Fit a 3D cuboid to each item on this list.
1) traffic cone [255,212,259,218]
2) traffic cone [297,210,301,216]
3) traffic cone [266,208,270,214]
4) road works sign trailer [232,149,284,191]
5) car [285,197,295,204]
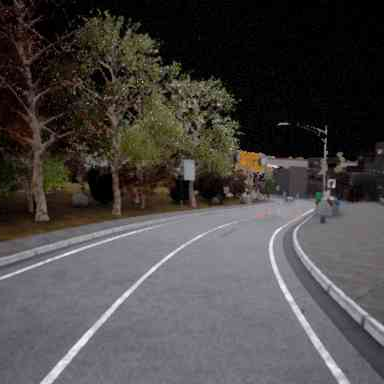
[{"bbox_3d":[5.855,2.001,29.974,0.340,0.580,0.340,3,-1,24],"label":"traffic cone"},{"bbox_3d":[10.996,2.147,34.265,0.340,0.580,0.340,3,3,24],"label":"traffic cone"},{"bbox_3d":[7.459,2.022,33.624,0.340,0.580,0.340,3,0,24],"label":"traffic cone"},{"bbox_3d":[4.922,-1.648,24.638,2.380,2.880,3.560,14,15,40],"label":"road works sign trailer"},{"bbox_3d":[21.282,1.717,72.431,1.812,1.442,4.674,2,0,17],"label":"car"}]
